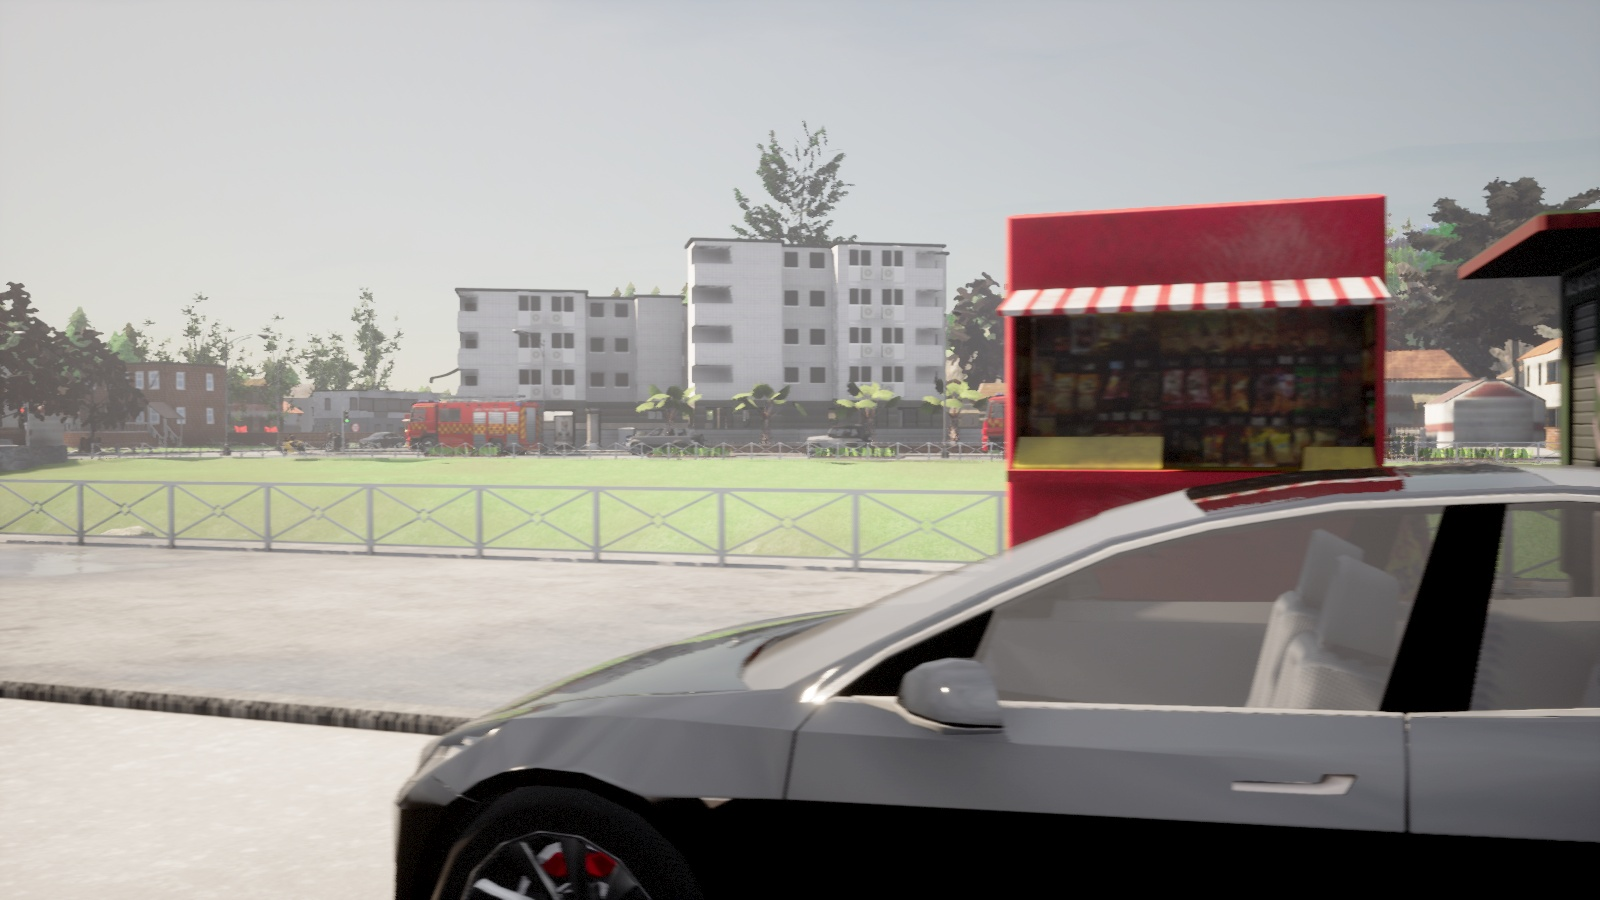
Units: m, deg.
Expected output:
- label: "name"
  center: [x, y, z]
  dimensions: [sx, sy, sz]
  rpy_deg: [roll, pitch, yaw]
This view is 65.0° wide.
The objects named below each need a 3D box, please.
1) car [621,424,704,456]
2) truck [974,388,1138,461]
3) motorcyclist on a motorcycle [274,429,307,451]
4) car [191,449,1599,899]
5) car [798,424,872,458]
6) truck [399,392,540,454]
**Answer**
- label: "car"
  center: [-8.320, -0.604, 75.839]
  dimensions: [4.605, 1.855, 1.932]
  rpy_deg: [0, 1, 19]
- label: "truck"
  center: [13.927, -1.380, 68.336]
  dimensions: [8.468, 3.827, 2.891]
  rpy_deg: [1, 1, 19]
- label: "motorcyclist on a motorcycle"
  center: [-34.340, -0.676, 84.625]
  dimensions: [2.044, 1.523, 0.797]
  rpy_deg: [1, 1, 19]
- label: "car"
  center: [1.125, 0.777, 3.341]
  dimensions: [4.792, 1.488, 2.163]
  rpy_deg: [1, 1, 19]
- label: "car"
  center: [2.003, -0.528, 72.364]
  dimensions: [3.866, 1.878, 1.905]
  rpy_deg: [1, 1, 19]
- label: "truck"
  center: [-21.086, -1.701, 80.126]
  dimensions: [8.468, 3.827, 2.891]
  rpy_deg: [1, 1, 19]
